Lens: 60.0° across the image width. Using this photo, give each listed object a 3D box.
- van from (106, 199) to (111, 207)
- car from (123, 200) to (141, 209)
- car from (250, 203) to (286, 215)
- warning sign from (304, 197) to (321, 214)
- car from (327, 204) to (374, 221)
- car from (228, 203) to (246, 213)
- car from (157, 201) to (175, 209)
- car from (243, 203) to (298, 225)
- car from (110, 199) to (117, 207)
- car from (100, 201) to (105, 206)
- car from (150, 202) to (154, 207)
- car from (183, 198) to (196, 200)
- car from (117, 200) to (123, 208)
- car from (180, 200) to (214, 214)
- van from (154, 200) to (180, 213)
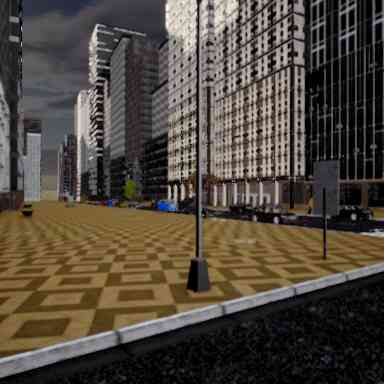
[{"bbox_3d":[-18.084,2.571,76.764,1.690,1.788,3.998,-1,-1,-26],"label":"van"},{"bbox_3d":[-10.748,2.468,61.566,2.008,1.369,4.403,-1,-1,-26],"label":"car"},{"bbox_3d":[9.020,2.002,39.881,1.947,1.339,4.313,-1,-1,-26],"label":"car"},{"bbox_3d":[13.260,1.475,36.628,1.300,1.860,1.060,1,-1,-26],"label":"warning sign"},{"bbox_3d":[13.909,1.792,29.749,2.008,1.369,4.403,-1,-1,-26],"label":"car"},{"bbox_3d":[6.576,2.101,44.946,1.947,1.339,4.313,-1,-1,-26],"label":"car"},{"bbox_3d":[-5.021,2.433,62.816,1.812,1.442,4.674,0,-1,-26],"label":"car"},{"bbox_3d":[6.361,1.770,26.107,2.008,1.369,4.403,-1,-1,-26],"label":"car"},{"bbox_3d":[-15.636,2.669,71.697,1.887,1.381,4.507,-1,-1,-26],"label":"car"},{"bbox_3d":[-22.968,2.985,86.892,1.887,1.381,4.507,-1,-1,-26],"label":"car"},{"bbox_3d":[-8.088,2.729,75.339,1.802,1.307,4.206,-1,-1,-26],"label":"car"},{"bbox_3d":[-0.392,1.937,53.303,2.150,2.045,5.566,0,-1,-24],"label":"car"},{"bbox_3d":[-13.119,2.542,66.479,1.752,1.417,4.829,-1,-1,-26],"label":"car"},{"bbox_3d":[0.826,2.089,43.579,2.033,1.411,5.357,0,-1,-26],"label":"car"},{"bbox_3d":[-3.420,1.953,46.373,1.690,1.788,3.998,-1,-1,-26],"label":"van"}]
